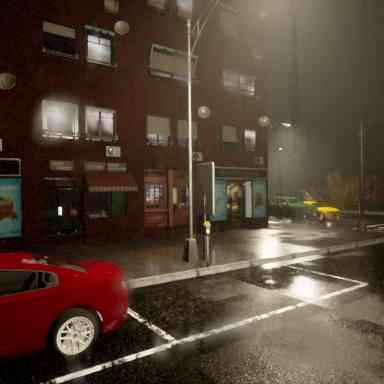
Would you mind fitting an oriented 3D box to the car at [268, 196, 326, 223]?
[{"bbox_3d":[7.816,1.388,27.611,2.150,2.045,5.566,-1,0,-34],"label":"car"}]

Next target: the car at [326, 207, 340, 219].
[{"bbox_3d":[10.503,1.603,29.419,1.882,1.535,5.008,-1,0,-35],"label":"car"}]

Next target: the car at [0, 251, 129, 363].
[{"bbox_3d":[-3.087,1.545,4.372,4.507,1.381,1.887,0,-1,-35],"label":"car"}]
